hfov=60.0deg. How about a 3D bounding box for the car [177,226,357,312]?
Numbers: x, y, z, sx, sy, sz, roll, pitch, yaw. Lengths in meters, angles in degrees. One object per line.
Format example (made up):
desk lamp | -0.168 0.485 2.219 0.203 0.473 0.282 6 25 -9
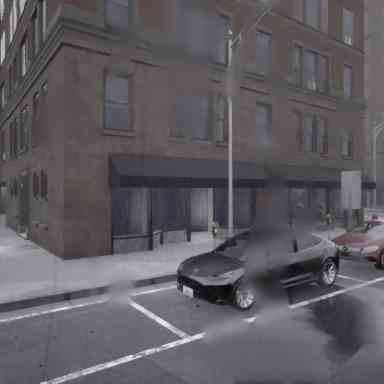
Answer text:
car | 1.695 1.566 7.744 4.313 1.339 1.947 0 0 -36

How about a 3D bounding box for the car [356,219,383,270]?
car | 6.174 1.582 10.939 4.206 1.307 1.802 0 0 -35
